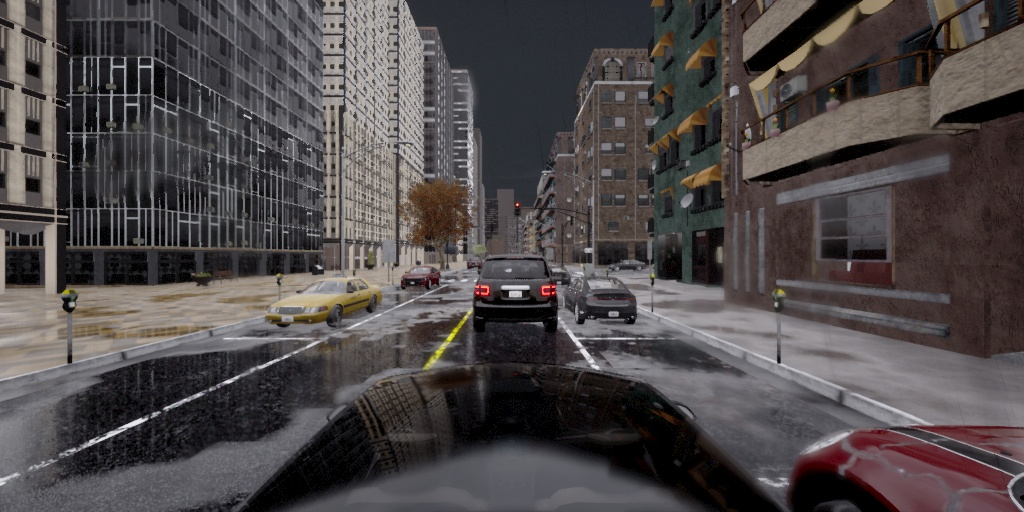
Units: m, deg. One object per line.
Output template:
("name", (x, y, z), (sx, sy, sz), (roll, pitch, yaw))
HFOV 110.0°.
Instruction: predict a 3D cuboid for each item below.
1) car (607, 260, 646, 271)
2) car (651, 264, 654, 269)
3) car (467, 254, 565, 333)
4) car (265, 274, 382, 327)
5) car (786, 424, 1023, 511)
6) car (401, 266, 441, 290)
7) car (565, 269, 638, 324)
("car", (13.447, 1.109, 42.143), (4.403, 1.370, 2.007), (0, 0, -1))
("car", (18.844, 1.006, 42.196), (4.829, 1.417, 1.751), (0, 0, -1))
("car", (0.093, 0.972, 10.942), (2.150, 2.045, 5.566), (0, 0, 0))
("car", (-5.689, 1.276, 11.498), (1.751, 1.417, 4.829), (0, 0, 0))
("car", (2.688, 1.190, 0.600), (1.967, 1.591, 4.097), (0, 0, 0))
("car", (-5.685, 1.300, 22.733), (1.888, 1.381, 4.507), (0, 0, 0))
("car", (2.692, 1.301, 11.664), (2.007, 1.370, 4.403), (0, 0, 0))
